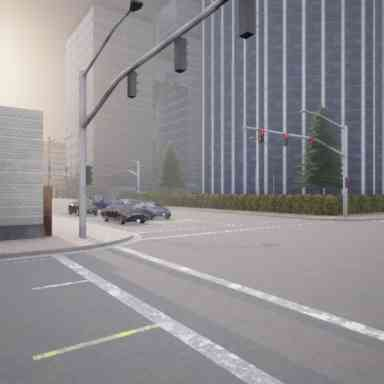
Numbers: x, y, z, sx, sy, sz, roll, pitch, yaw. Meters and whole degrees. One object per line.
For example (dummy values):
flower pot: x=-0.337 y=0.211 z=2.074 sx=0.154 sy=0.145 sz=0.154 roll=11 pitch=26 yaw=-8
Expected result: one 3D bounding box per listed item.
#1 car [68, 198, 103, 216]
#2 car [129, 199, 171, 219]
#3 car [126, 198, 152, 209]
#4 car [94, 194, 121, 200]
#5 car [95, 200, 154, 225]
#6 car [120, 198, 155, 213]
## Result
car: x=-10.932 y=1.560 z=33.171 sx=1.837 sy=1.490 sz=4.892 roll=0 pitch=0 yaw=-36
car: x=-3.667 y=1.581 z=29.075 sx=1.812 sy=1.442 sz=4.674 roll=0 pitch=0 yaw=-36
car: x=-7.451 y=1.619 z=46.642 sx=1.994 sy=1.385 sz=4.181 roll=0 pitch=0 yaw=-36
car: x=-9.329 y=1.277 z=36.947 sx=2.150 sy=2.045 sz=5.566 roll=0 pitch=0 yaw=-36
car: x=-5.262 y=1.603 z=25.262 sx=2.033 sy=1.411 sz=5.357 roll=0 pitch=0 yaw=-36
car: x=-6.561 y=1.547 z=39.408 sx=2.128 sy=1.511 sz=4.902 roll=0 pitch=0 yaw=-36
